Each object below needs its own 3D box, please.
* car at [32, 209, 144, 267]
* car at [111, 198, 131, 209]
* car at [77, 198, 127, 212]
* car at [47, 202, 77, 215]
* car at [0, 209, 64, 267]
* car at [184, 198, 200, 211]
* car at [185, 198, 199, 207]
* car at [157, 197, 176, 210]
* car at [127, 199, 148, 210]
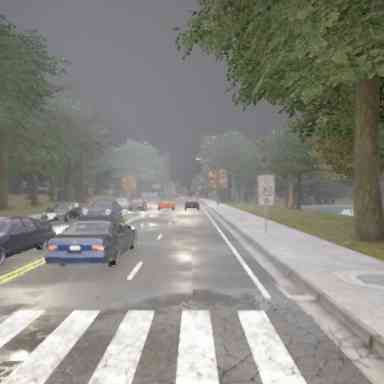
[{"bbox_3d":[-3.152,1.553,11.454,2.033,1.411,5.357,0,0,0],"label":"car"},{"bbox_3d":[-9.766,1.598,46.172,1.812,1.442,4.674,0,0,0],"label":"car"},{"bbox_3d":[-6.597,1.374,24.974,2.097,1.767,4.553,0,0,0],"label":"car"},{"bbox_3d":[-9.847,1.514,25.683,2.128,1.511,4.902,0,0,0],"label":"car"},{"bbox_3d":[-6.600,1.553,11.533,2.033,1.411,5.357,0,0,0],"label":"car"},{"bbox_3d":[-0.007,1.539,42.675,1.882,1.535,5.008,0,0,0],"label":"car"},{"bbox_3d":[-0.008,1.645,53.098,2.033,1.411,5.357,0,0,0],"label":"car"},{"bbox_3d":[-3.257,1.415,43.061,2.097,1.767,4.553,0,0,0],"label":"car"},{"bbox_3d":[-6.565,1.581,40.672,1.812,1.442,4.674,0,0,0],"label":"car"}]
